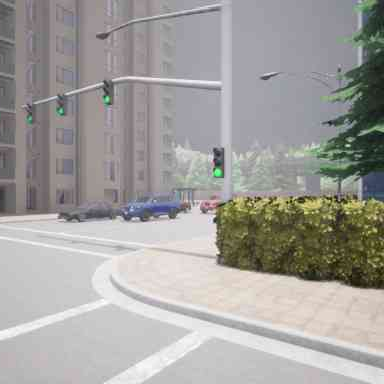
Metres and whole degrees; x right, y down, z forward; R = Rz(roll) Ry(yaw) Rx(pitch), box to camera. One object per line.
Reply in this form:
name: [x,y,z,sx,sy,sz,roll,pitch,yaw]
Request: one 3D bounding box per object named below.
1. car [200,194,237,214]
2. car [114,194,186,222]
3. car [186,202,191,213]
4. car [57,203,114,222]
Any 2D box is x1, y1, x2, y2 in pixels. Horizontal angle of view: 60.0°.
car: [3.092,1.223,35.572,2.150,2.045,5.566,0,0,36]
car: [-3.253,1.223,26.938,2.150,2.045,5.566,0,0,36]
car: [-2.070,1.480,34.461,1.882,1.535,5.008,0,0,36]
car: [-7.874,1.550,26.553,2.033,1.411,5.357,0,0,36]
